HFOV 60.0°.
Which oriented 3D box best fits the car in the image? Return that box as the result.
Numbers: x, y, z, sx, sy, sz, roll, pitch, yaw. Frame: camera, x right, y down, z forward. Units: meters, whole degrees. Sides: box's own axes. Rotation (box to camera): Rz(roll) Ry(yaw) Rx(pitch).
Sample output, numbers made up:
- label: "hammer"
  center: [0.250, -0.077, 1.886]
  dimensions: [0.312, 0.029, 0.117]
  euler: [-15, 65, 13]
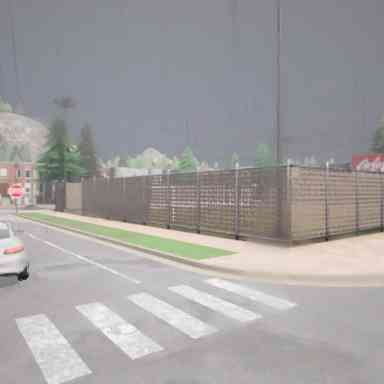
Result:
- label: "car"
  center: [-5.697, 1.530, 9.196]
  dimensions: [1.812, 1.442, 4.674]
  euler: [-1, 0, -31]
